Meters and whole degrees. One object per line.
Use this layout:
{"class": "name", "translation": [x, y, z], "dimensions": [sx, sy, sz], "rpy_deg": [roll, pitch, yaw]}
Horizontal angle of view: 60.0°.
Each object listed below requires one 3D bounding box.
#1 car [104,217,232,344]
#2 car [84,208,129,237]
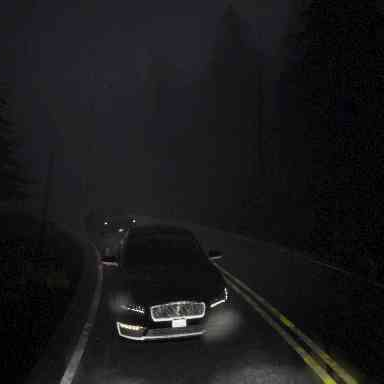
{"class": "car", "translation": [-0.645, 1.495, 6.802], "dimensions": [1.837, 1.490, 4.892], "rpy_deg": [-1, 0, -11]}
{"class": "car", "translation": [-4.632, 1.611, 18.539], "dimensions": [1.895, 1.301, 4.718], "rpy_deg": [-3, 1, -29]}
